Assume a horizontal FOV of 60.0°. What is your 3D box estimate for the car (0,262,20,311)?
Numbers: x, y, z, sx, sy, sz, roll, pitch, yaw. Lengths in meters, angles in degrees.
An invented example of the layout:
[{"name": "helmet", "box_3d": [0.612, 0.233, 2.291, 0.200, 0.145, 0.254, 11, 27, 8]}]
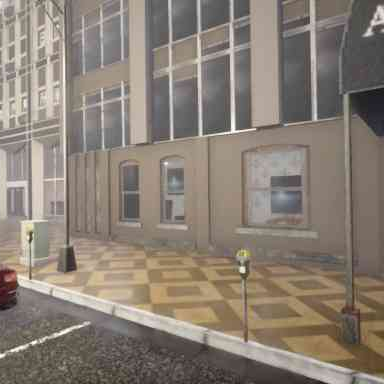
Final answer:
[{"name": "car", "box_3d": [-4.954, 1.584, 6.419, 4.206, 1.307, 1.802, 0, -1, 36]}]
